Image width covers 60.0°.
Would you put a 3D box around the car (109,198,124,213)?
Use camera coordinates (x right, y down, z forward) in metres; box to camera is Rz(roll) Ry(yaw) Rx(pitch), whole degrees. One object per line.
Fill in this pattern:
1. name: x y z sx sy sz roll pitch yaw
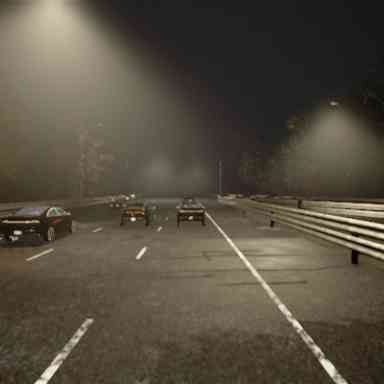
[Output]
1. car: -7.333 1.383 35.037 2.033 1.411 5.357 0 0 -1

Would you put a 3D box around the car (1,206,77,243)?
1. car: -7.002 1.413 15.762 2.128 1.511 4.902 0 0 -1

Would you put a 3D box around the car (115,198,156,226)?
1. car: -3.594 1.394 22.548 1.837 1.490 4.892 0 0 -1

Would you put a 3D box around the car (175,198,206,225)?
1. car: -0.096 1.379 22.739 2.128 1.511 4.902 0 0 -1
